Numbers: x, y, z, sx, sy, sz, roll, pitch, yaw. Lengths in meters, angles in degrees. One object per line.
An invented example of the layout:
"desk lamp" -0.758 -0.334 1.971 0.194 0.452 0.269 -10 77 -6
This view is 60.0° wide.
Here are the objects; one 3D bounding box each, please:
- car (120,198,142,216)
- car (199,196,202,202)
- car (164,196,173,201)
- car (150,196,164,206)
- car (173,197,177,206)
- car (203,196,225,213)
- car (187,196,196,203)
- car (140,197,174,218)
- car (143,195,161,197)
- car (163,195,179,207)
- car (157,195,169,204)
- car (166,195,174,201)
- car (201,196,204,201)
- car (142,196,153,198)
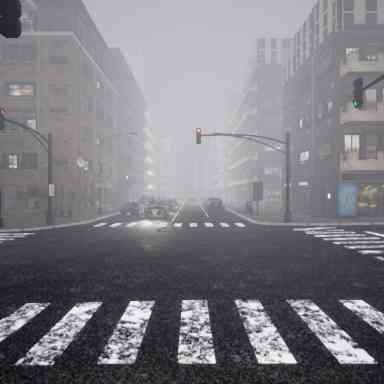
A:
"car" -5.736 1.579 32.218 1.947 1.339 4.313 0 0 0
"car" 2.612 1.610 54.962 1.802 1.307 4.206 0 0 0
"car" -5.809 1.607 83.360 2.008 1.369 4.403 0 0 0
"car" -5.768 1.469 54.949 1.967 1.590 4.097 0 0 0
"car" -3.158 1.619 40.722 1.895 1.301 4.718 0 0 0
"car" 2.636 1.456 37.915 1.967 1.590 4.097 0 0 0
"car" -0.057 1.554 70.640 2.128 1.511 4.902 0 0 0
"car" -3.135 1.504 30.653 2.128 1.511 4.902 0 0 1
"car" -5.752 1.335 43.584 2.192 1.841 5.009 0 0 0
"car" -3.157 1.591 52.600 1.994 1.385 4.181 0 0 0
"car" -5.784 1.479 66.314 1.967 1.590 4.097 0 0 0
"car" -5.817 1.613 89.043 2.008 1.369 4.403 0 0 0
"car" 2.628 1.460 43.597 1.967 1.590 4.097 0 0 0
"car" -5.744 1.542 37.731 1.752 1.417 4.829 0 0 0
